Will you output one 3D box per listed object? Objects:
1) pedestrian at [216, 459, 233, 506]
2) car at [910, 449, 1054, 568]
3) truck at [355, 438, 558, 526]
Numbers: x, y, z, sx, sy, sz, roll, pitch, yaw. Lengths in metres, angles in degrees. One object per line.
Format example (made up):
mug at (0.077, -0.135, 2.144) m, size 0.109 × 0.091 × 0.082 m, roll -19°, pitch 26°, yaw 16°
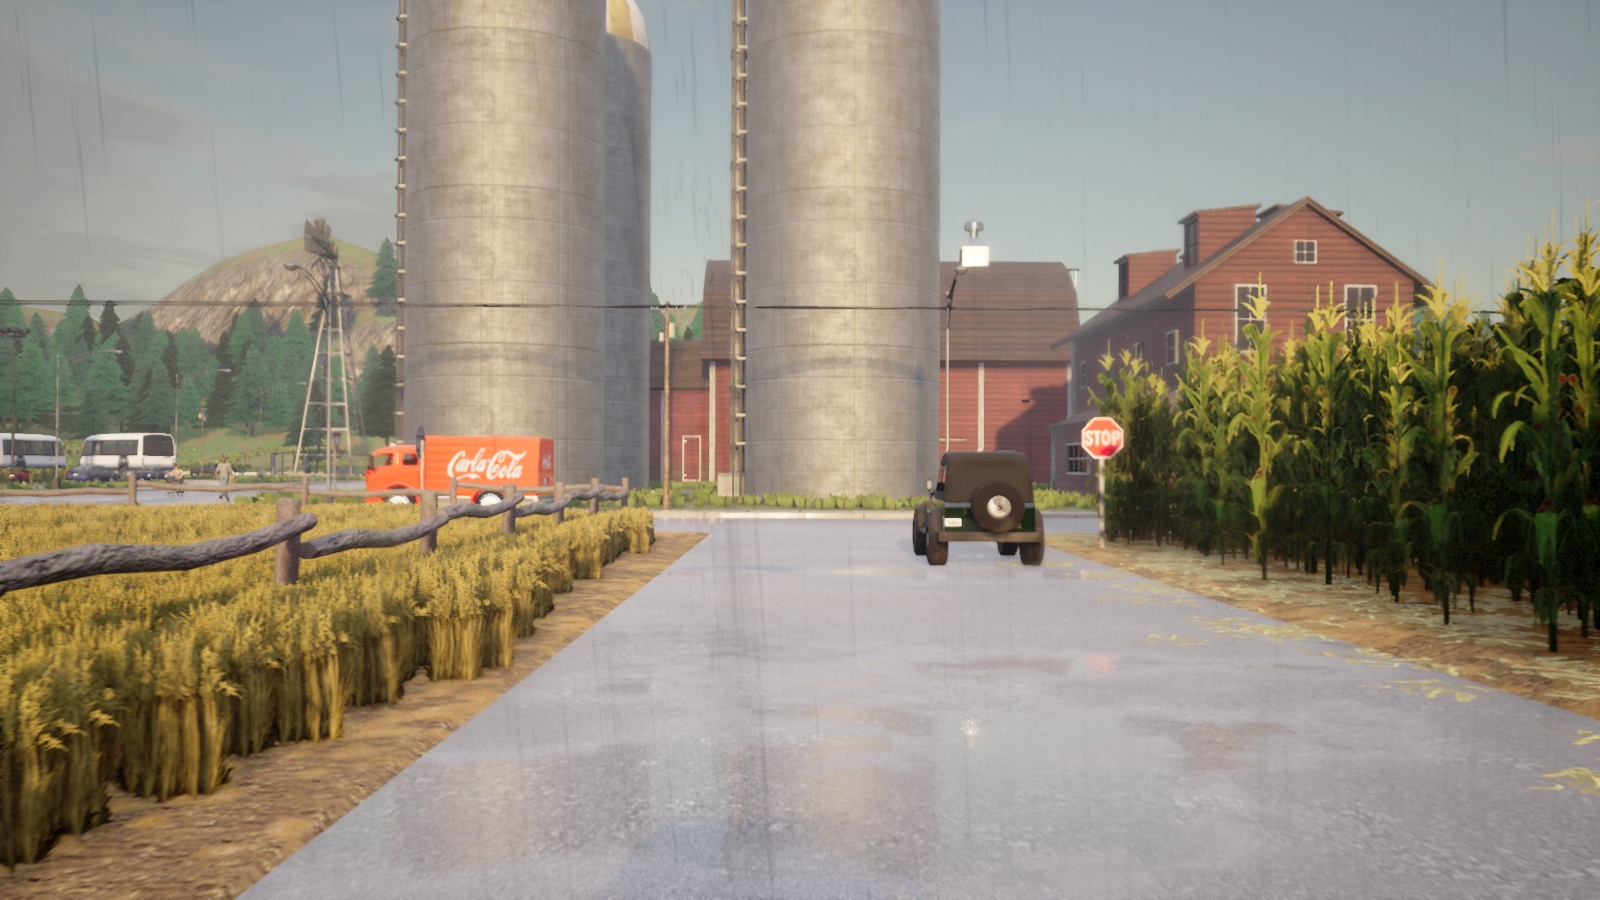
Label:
pedestrian at (-22.690, 1.276, 49.518) m, size 0.354 × 1.836 × 0.706 m, roll 0°, pitch -1°, yaw 3°
car at (3.046, 0.951, 21.780) m, size 1.905 × 1.878 × 3.866 m, roll 0°, pitch -1°, yaw 0°
truck at (-9.929, 0.915, 36.693) m, size 5.204 × 2.467 × 2.627 m, roll 0°, pitch -1°, yaw 1°
